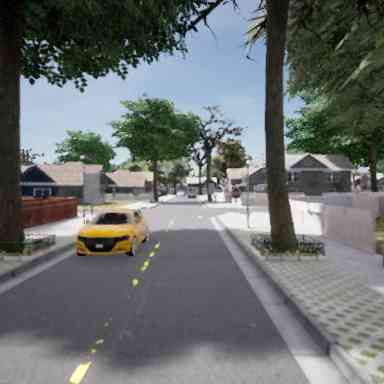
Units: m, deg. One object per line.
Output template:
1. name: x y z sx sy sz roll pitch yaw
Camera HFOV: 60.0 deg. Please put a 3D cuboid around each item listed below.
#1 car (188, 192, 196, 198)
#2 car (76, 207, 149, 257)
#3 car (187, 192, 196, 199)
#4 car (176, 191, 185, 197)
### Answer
1. car: -0.026 0.722 87.668 1.994 1.385 4.181 0 0 0
2. car: -2.840 1.380 12.723 1.882 1.535 5.008 0 0 0
3. car: -0.023 0.746 77.602 2.097 1.767 4.553 0 0 0
4. car: -2.774 0.508 81.416 1.812 1.442 4.674 0 0 0
